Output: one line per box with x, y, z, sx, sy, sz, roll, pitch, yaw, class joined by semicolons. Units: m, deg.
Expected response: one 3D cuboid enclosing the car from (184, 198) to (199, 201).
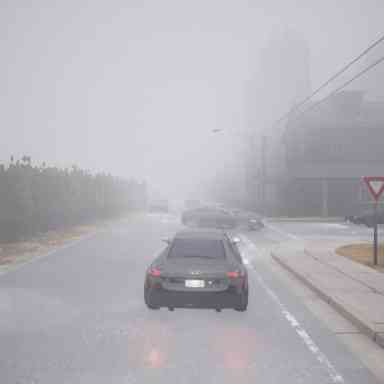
0.000;1.478;44.398;1.882;1.535;5.008;0;0;-4;car

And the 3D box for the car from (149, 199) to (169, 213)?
-3.554;1.478;36.455;1.882;1.535;5.008;0;0;0;car

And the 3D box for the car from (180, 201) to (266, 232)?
1.672;1.479;18.711;4.902;1.511;2.128;0;1;28;car

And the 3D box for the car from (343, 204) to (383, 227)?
12.940;1.521;21.905;5.357;1.411;2.033;0;0;0;car

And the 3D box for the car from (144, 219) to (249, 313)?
0.197;1.564;7.796;1.994;1.385;4.181;0;0;4;car
